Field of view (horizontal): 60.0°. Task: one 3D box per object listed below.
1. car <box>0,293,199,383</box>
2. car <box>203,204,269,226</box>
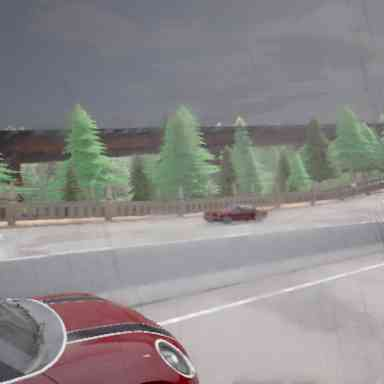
[{"bbox_3d":[-2.121,1.354,2.234,4.553,1.767,2.097,0,0,-36],"label":"car"},{"bbox_3d":[3.080,1.553,23.304,4.718,1.301,1.895,0,0,-35],"label":"car"}]
